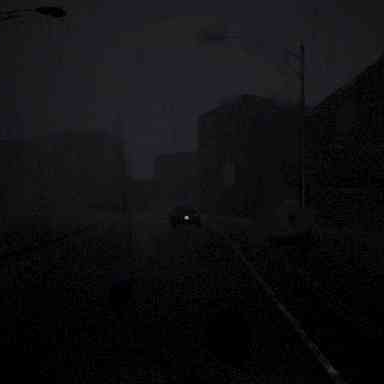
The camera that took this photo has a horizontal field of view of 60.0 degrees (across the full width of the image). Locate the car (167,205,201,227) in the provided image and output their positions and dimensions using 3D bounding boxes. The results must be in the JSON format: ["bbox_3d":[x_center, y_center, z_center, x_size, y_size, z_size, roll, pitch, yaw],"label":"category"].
[{"bbox_3d":[-0.643,1.629,23.268,1.994,1.385,4.181,0,0,-8],"label":"car"}]

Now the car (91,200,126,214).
[{"bbox_3d":[-9.779,1.660,38.751,5.008,1.535,1.882,0,-2,41],"label":"car"}]
